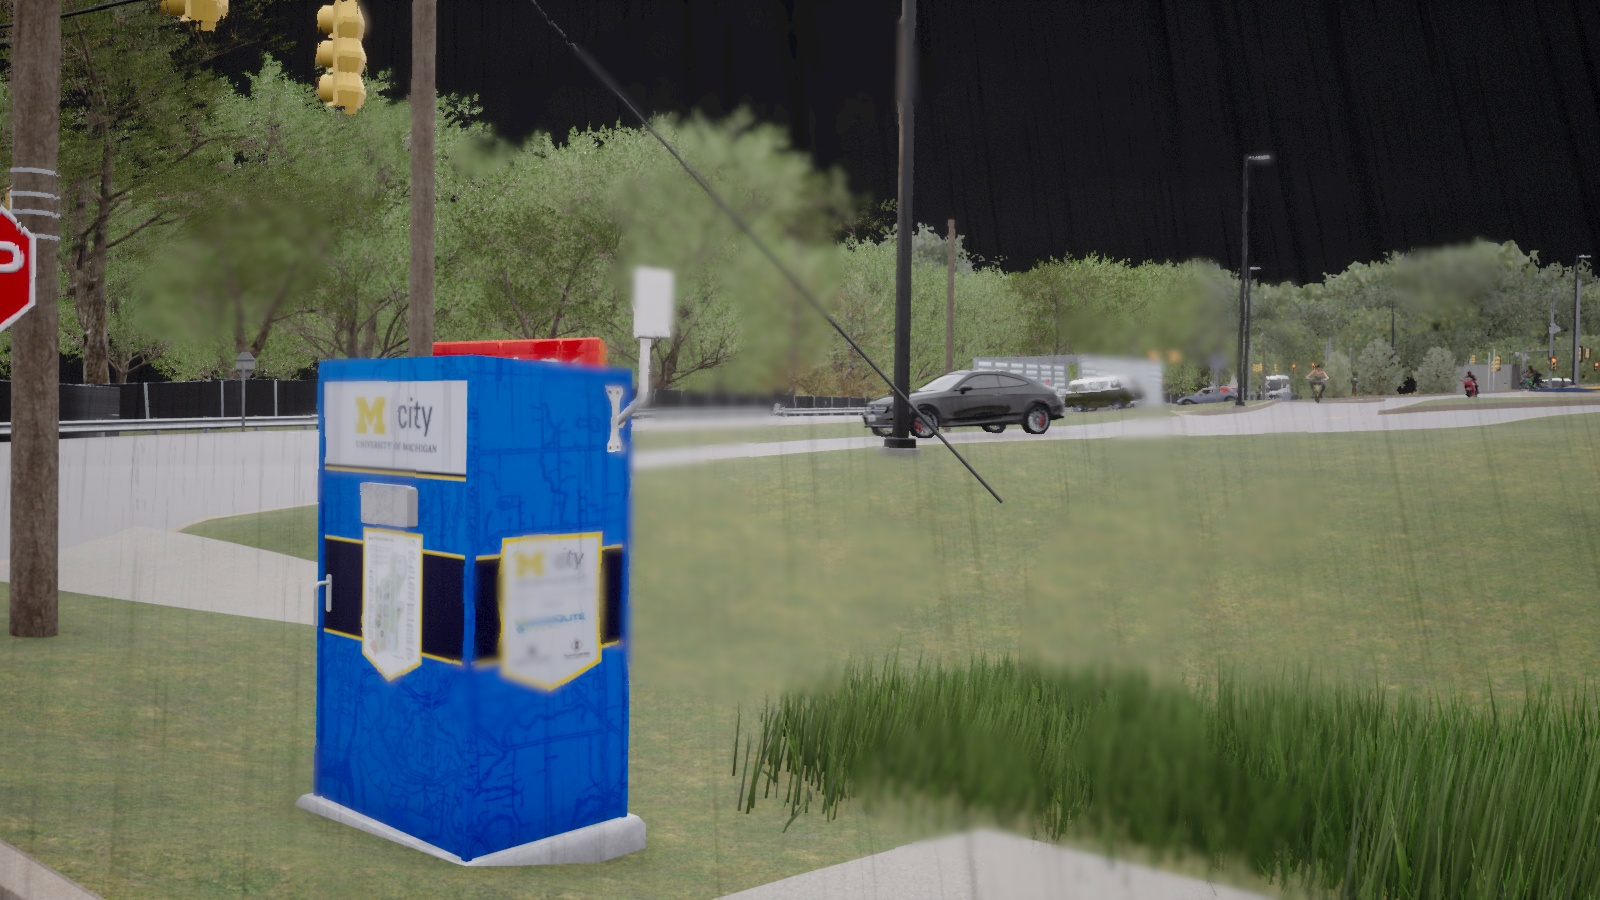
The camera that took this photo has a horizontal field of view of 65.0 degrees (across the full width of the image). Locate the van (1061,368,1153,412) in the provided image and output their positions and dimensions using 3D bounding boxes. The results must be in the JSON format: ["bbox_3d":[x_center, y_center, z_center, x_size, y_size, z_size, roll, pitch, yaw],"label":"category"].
[{"bbox_3d":[17.312,-3.369,70.972,4.480,2.038,2.069,-4,1,41],"label":"van"}]

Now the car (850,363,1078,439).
[{"bbox_3d":[3.608,-1.089,27.509,4.674,1.442,1.812,-4,3,-25],"label":"car"}]

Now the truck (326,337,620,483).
[{"bbox_3d":[-6.408,-0.795,25.299,5.204,2.467,2.627,-4,1,-4],"label":"truck"}]

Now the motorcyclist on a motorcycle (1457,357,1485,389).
[{"bbox_3d":[34.204,-3.908,64.008,0.797,1.523,2.044,-7,-2,38],"label":"motorcyclist on a motorcycle"}]

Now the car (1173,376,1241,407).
[{"bbox_3d":[25.636,-3.680,78.995,3.806,1.475,1.970,-6,-1,22],"label":"car"}]
